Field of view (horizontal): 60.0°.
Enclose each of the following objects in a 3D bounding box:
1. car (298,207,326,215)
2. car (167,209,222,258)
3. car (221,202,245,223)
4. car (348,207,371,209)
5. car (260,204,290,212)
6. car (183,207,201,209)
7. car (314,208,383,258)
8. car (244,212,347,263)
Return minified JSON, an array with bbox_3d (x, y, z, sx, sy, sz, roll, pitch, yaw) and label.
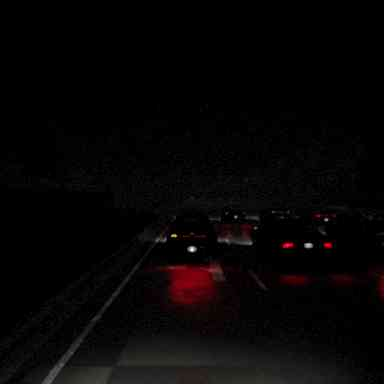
[{"bbox_3d":[10.515,1.912,28.231,1.895,1.301,4.718,0,-1,0],"label":"car"},{"bbox_3d":[0.021,1.657,13.493,1.837,1.490,4.892,0,0,0],"label":"car"},{"bbox_3d":[3.520,1.843,28.873,1.812,1.442,4.674,0,0,0],"label":"car"},{"bbox_3d":[14.015,1.912,28.231,1.895,1.301,4.718,0,-1,0],"label":"car"},{"bbox_3d":[7.017,1.807,28.484,2.128,1.511,4.902,0,0,0],"label":"car"},{"bbox_3d":[-0.004,1.911,28.223,1.895,1.301,4.718,0,-1,0],"label":"car"},{"bbox_3d":[7.020,1.642,13.483,2.128,1.511,4.902,0,0,0],"label":"car"},{"bbox_3d":[3.512,1.687,12.520,2.033,1.411,5.357,0,-1,0],"label":"car"}]
